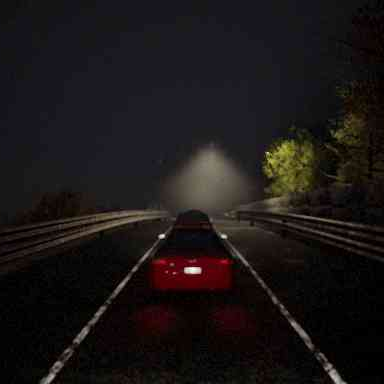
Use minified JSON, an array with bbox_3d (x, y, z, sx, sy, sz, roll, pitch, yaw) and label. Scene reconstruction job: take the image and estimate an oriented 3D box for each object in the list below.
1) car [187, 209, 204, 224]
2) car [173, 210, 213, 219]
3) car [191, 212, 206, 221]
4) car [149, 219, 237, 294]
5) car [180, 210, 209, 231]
[{"bbox_3d":[0.464,2.740,37.721,1.882,1.535,5.008,0,-4,2],"label":"car"},{"bbox_3d":[0.046,1.712,16.490,1.882,1.535,5.008,0,-2,0],"label":"car"},{"bbox_3d":[1.003,3.446,47.060,1.895,1.301,4.718,0,-4,3],"label":"car"},{"bbox_3d":[0.028,1.629,8.922,1.994,1.385,4.181,0,-1,0],"label":"car"},{"bbox_3d":[0.237,2.142,25.924,2.033,1.411,5.357,0,-3,1],"label":"car"}]
